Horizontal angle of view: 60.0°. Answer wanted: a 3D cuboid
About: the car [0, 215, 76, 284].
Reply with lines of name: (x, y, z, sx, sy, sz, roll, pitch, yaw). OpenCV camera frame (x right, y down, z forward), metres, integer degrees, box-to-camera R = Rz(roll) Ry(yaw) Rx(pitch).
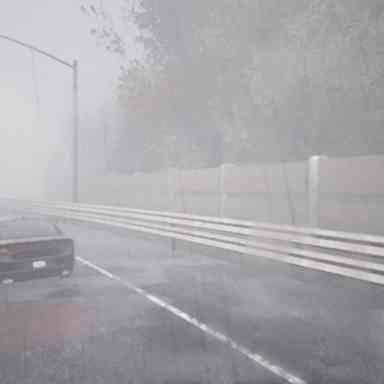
car: (-4.754, 1.367, 9.075, 1.882, 1.535, 5.008, 0, 1, -37)
